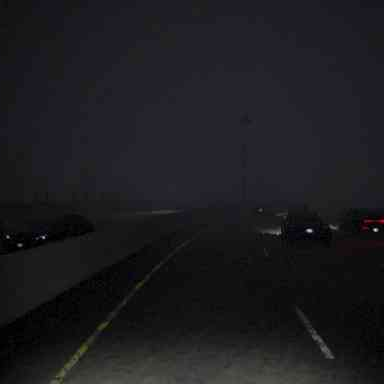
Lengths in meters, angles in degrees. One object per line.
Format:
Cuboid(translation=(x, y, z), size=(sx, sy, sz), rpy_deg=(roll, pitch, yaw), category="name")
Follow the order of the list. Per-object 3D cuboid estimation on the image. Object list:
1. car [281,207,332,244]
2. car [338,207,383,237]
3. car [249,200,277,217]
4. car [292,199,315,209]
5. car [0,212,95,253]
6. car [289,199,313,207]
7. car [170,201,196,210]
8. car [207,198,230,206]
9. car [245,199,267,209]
Cuboid(translation=(5.533, 1.675, 16.453), size=(1.994, 1.385, 4.181), rpy_deg=(0, 0, 11), category="car")
Cuboid(translation=(9.612, 1.628, 18.784), size=(1.837, 1.490, 4.892), rpy_deg=(0, 0, 13), category="car")
Cuboid(translation=(7.537, 1.796, 34.588), size=(1.994, 1.385, 4.181), rpy_deg=(0, 0, 23), category="car")
Cuboid(translation=(17.879, 1.852, 53.287), size=(2.163, 1.488, 4.792), rpy_deg=(-1, -1, 36), category="car")
Cuboid(translation=(-5.747, 1.619, 14.108), size=(1.812, 1.442, 4.674), rpy_deg=(0, 0, 9), category="car")
Cuboid(translation=(10.907, 1.694, 33.599), size=(1.882, 1.535, 5.008), rpy_deg=(-1, 0, 23), category="car")
Cuboid(translation=(-1.295, 1.975, 48.929), size=(1.895, 1.301, 4.718), rpy_deg=(0, -1, 29), category="car")
Cuboid(translation=(4.125, 1.733, 51.311), size=(2.097, 1.767, 4.553), rpy_deg=(0, -1, 32), category="car")
Cuboid(translation=(10.639, 1.958, 54.967), size=(1.994, 1.385, 4.181), rpy_deg=(-1, -1, 35), category="car")
